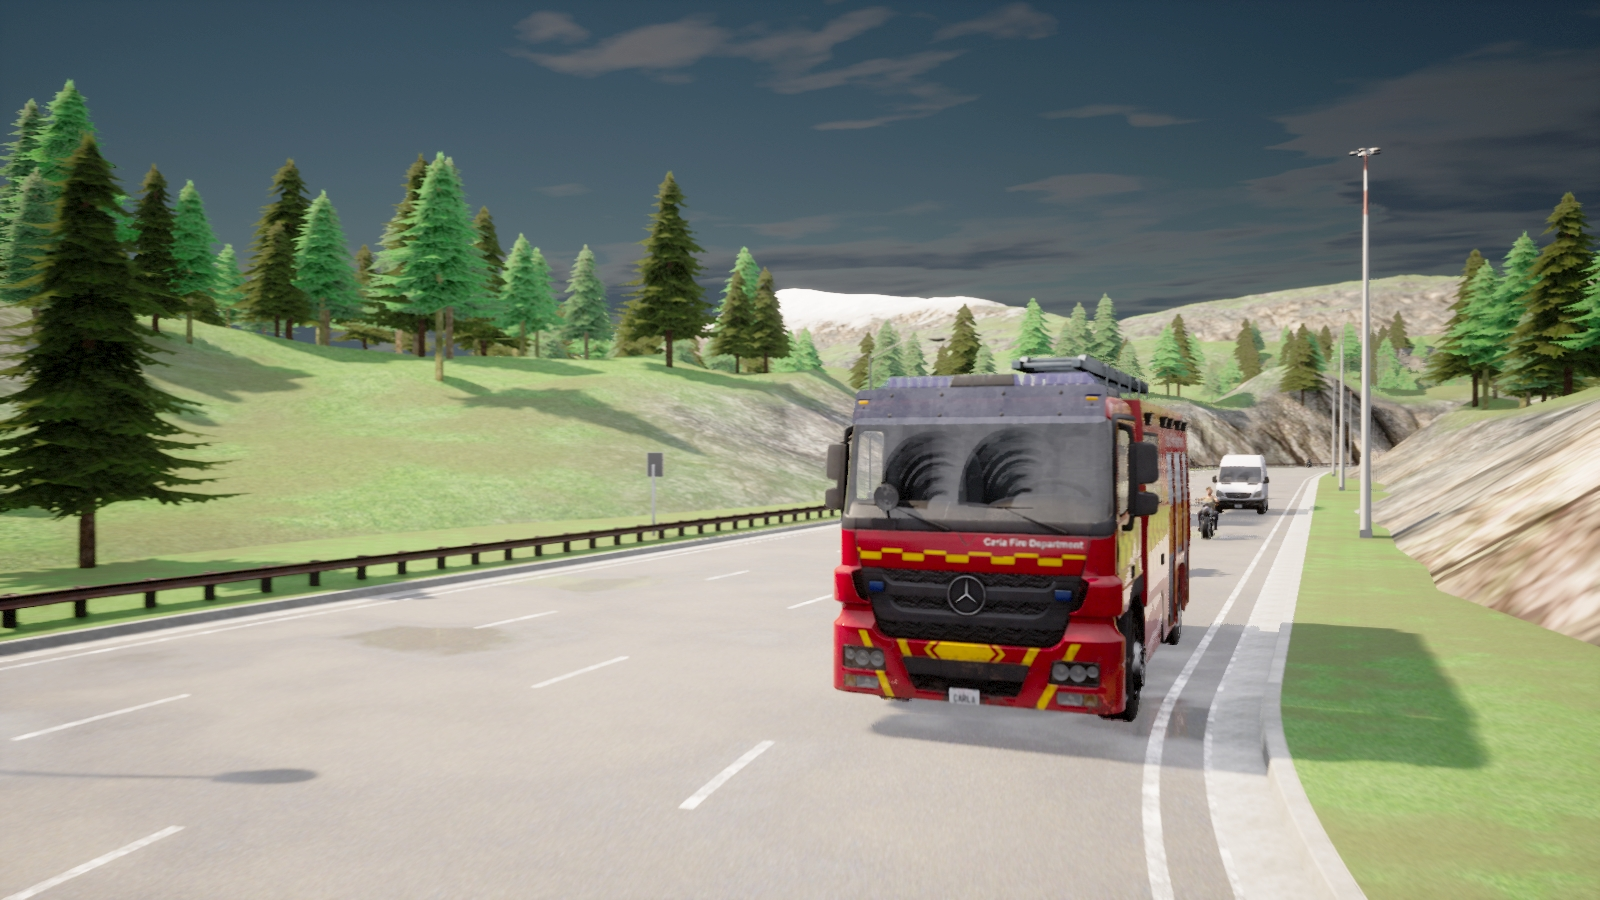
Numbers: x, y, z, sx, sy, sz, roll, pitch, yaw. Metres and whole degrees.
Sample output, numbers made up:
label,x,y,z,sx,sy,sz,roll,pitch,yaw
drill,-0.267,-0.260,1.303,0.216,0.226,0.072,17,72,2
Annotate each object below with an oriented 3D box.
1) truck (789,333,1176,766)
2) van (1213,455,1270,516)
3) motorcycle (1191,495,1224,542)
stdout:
label,x,y,z,sx,sy,sz,roll,pitch,yaw
truck,2.892,0.881,14.574,2.891,3.827,8.468,0,0,23
van,19.779,1.507,51.059,1.988,2.561,5.915,0,0,25
motorcycle,12.819,2.135,35.898,0.764,1.307,2.356,0,0,25
